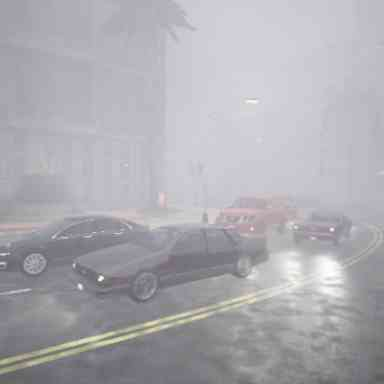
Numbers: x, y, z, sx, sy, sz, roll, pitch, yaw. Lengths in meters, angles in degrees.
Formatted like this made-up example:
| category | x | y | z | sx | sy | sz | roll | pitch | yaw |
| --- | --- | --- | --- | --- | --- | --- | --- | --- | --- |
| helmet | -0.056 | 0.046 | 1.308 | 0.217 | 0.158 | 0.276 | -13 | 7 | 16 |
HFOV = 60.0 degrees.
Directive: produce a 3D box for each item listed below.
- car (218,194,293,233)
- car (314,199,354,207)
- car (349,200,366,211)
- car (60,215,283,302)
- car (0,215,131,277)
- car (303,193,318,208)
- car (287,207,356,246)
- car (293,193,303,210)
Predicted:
| category | x | y | z | sx | sy | sz | roll | pitch | yaw |
| --- | --- | --- | --- | --- | --- | --- | --- | --- | --- |
| car | 3.299 | 1.216 | 17.492 | 2.150 | 2.045 | 5.566 | 0 | 0 | 33 |
| car | 10.505 | 1.516 | 24.935 | 1.812 | 1.442 | 4.674 | 0 | 0 | 16 |
| car | 18.763 | 1.585 | 40.109 | 1.895 | 1.301 | 4.718 | 0 | 0 | -6 |
| car | -0.220 | 1.545 | 8.480 | 5.357 | 1.411 | 2.033 | 0 | 0 | -39 |
| car | -3.526 | 1.503 | 10.371 | 4.892 | 1.490 | 1.837 | 0 | 0 | -38 |
| car | 14.622 | 1.205 | 44.081 | 2.150 | 2.045 | 5.566 | 0 | 0 | -11 |
| car | 6.212 | 1.595 | 15.596 | 1.895 | 1.301 | 4.718 | 0 | 0 | 33 |
| car | 7.988 | 1.210 | 29.510 | 2.150 | 2.045 | 5.566 | 0 | 0 | 8 |
